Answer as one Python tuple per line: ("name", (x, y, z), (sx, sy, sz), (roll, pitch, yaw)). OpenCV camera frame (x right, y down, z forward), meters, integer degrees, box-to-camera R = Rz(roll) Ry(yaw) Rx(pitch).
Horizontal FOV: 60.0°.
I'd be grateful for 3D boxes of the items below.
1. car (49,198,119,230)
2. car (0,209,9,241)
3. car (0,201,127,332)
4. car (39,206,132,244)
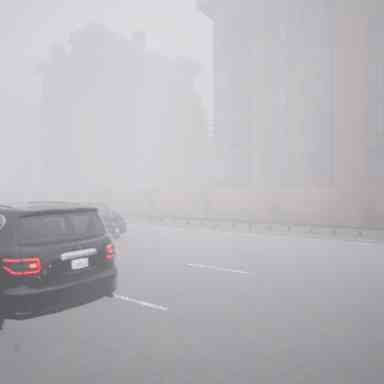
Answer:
("car", (-7.192, 1.353, 22.019), (4.553, 1.767, 2.097), (0, 0, 36))
("car", (-10.937, 1.526, 16.091), (4.674, 1.442, 1.812), (0, 0, 36))
("car", (-3.949, 1.221, 6.808), (5.566, 2.045, 2.150), (0, 0, 36))
("car", (-5.352, 1.503, 16.408), (4.892, 1.490, 1.837), (0, 0, 35))
